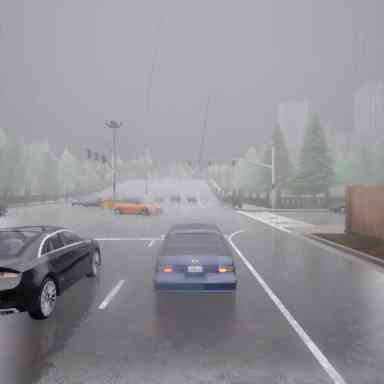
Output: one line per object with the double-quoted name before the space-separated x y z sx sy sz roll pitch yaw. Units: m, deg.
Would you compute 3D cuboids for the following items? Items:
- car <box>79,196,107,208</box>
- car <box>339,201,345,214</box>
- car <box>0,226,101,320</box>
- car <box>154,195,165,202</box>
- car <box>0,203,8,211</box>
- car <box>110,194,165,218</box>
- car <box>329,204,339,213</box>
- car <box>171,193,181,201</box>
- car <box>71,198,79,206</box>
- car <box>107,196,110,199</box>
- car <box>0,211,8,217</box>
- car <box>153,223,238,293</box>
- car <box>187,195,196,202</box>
"car" -14.111 1.478 47.714 1.882 1.535 5.008 0 0 -1
"car" 16.551 1.564 31.220 4.181 1.385 1.994 0 0 0
"car" -3.437 1.492 7.308 2.128 1.511 4.902 0 0 0
"car" -7.125 1.414 73.388 1.895 1.301 4.718 0 2 0
"car" -17.623 1.491 28.155 2.128 1.511 4.902 0 0 0
"car" -4.852 1.352 30.425 4.553 1.767 2.097 0 0 29
"car" 16.845 1.505 34.721 4.892 1.490 1.837 0 0 0
"car" -3.635 1.120 74.604 2.097 1.767 4.553 0 3 0
"car" -17.637 1.601 53.110 1.895 1.301 4.718 0 0 0
"car" -17.594 1.523 67.244 1.994 1.385 4.181 0 0 0
"car" -6.928 1.526 9.874 1.812 1.442 4.674 0 0 0
"car" 0.071 1.547 8.982 2.033 1.411 5.357 0 0 0
"car" -0.123 1.416 73.378 1.895 1.301 4.718 0 2 0
